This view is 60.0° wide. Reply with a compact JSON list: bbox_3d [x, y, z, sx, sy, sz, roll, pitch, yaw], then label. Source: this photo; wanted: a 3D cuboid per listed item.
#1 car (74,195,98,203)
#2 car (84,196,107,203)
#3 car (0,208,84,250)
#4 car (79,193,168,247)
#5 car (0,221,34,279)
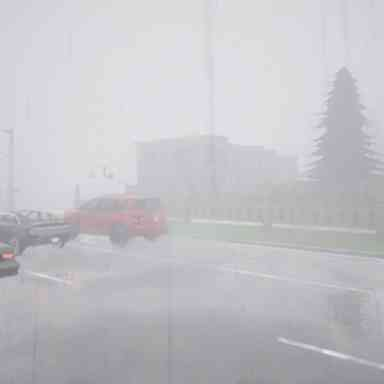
[{"bbox_3d":[-21.977,1.388,69.016,1.812,1.442,4.674,0,0,36],"label":"car"},{"bbox_3d":[-19.340,1.425,66.693,1.994,1.385,4.181,0,0,36],"label":"car"},{"bbox_3d":[-6.756,1.461,13.065,4.902,1.511,2.128,0,0,36],"label":"car"},{"bbox_3d":[-3.622,1.194,15.120,5.566,2.045,2.150,0,0,35],"label":"car"},{"bbox_3d":[-6.550,1.524,8.591,5.357,1.411,2.033,0,0,36],"label":"car"}]
